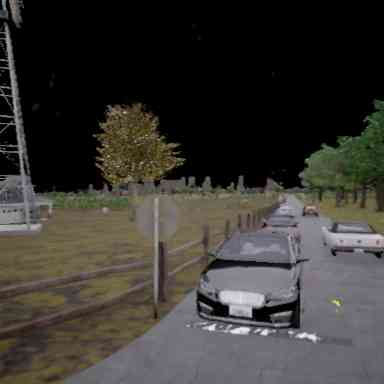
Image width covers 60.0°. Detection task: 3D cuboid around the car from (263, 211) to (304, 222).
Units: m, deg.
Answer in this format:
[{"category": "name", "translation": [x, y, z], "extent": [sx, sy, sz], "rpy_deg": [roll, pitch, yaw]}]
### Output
[{"category": "car", "translation": [4.717, 1.956, 17.692], "extent": [1.994, 1.385, 4.181], "rpy_deg": [0, -1, 16]}]

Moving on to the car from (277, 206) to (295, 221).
[{"category": "car", "translation": [10.547, 2.328, 37.131], "extent": [1.812, 1.442, 4.674], "rpy_deg": [0, -1, 17]}]

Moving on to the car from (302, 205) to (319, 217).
[{"category": "car", "translation": [15.617, 2.468, 43.947], "extent": [1.812, 1.442, 4.674], "rpy_deg": [0, -1, 16]}]

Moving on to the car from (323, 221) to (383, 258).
[{"category": "car", "translation": [6.821, 1.925, 14.439], "extent": [1.895, 1.301, 4.718], "rpy_deg": [0, -1, 17]}]

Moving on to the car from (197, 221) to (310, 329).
[{"category": "car", "translation": [1.563, 1.669, 7.577], "extent": [2.128, 1.511, 4.902], "rpy_deg": [0, -1, 19]}]

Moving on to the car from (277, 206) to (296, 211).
[{"category": "car", "translation": [7.607, 2.144, 27.377], "extent": [2.033, 1.411, 5.357], "rpy_deg": [0, -1, 16]}]
